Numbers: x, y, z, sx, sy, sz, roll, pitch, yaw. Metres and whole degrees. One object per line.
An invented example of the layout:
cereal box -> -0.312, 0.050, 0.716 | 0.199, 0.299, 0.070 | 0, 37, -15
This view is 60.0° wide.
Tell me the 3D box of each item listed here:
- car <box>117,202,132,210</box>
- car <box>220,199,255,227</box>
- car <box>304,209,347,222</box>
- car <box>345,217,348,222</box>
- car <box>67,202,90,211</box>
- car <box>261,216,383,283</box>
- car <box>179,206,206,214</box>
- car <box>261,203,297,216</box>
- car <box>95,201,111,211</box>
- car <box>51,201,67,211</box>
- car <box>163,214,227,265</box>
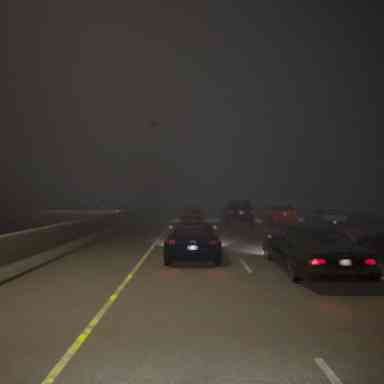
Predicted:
car -> -11.248, 2.346, 55.850 | 1.994, 1.385, 4.181 | 0, -1, -4
car -> 3.518, 1.591, 26.151 | 2.150, 2.045, 5.566 | 0, -1, 1
car -> 10.525, 1.976, 26.657 | 1.895, 1.301, 4.718 | 0, -1, 0
car -> 7.019, 1.692, 10.138 | 2.033, 1.411, 5.357 | 0, -1, 0
car -> -18.099, 2.307, 54.170 | 2.033, 1.411, 5.357 | 0, -1, -4
car -> 3.518, 1.691, 10.106 | 2.033, 1.411, 5.357 | 0, -1, 0
car -> 0.030, 1.890, 27.297 | 1.837, 1.490, 4.892 | 0, 0, 0
car -> 7.030, 1.734, 27.181 | 2.097, 1.767, 4.553 | 0, -1, 0
car -> -14.669, 2.274, 54.857 | 1.837, 1.490, 4.892 | 0, -1, -4
car -> -21.682, 2.271, 54.754 | 1.837, 1.490, 4.892 | 0, 0, -4
car -> 0.039, 1.741, 12.423 | 1.994, 1.385, 4.181 | 0, -1, 0
